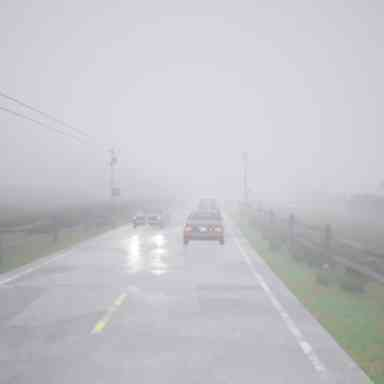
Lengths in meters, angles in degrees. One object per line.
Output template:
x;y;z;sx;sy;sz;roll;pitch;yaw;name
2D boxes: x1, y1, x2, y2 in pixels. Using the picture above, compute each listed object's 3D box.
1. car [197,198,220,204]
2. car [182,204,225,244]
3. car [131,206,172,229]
1.514;1.323;31.017;2.097;1.767;4.553;0;0;4;car
0.583;1.531;15.648;2.033;1.411;5.357;0;0;3;car
-2.492;1.576;21.407;1.895;1.301;4.718;0;0;4;car
